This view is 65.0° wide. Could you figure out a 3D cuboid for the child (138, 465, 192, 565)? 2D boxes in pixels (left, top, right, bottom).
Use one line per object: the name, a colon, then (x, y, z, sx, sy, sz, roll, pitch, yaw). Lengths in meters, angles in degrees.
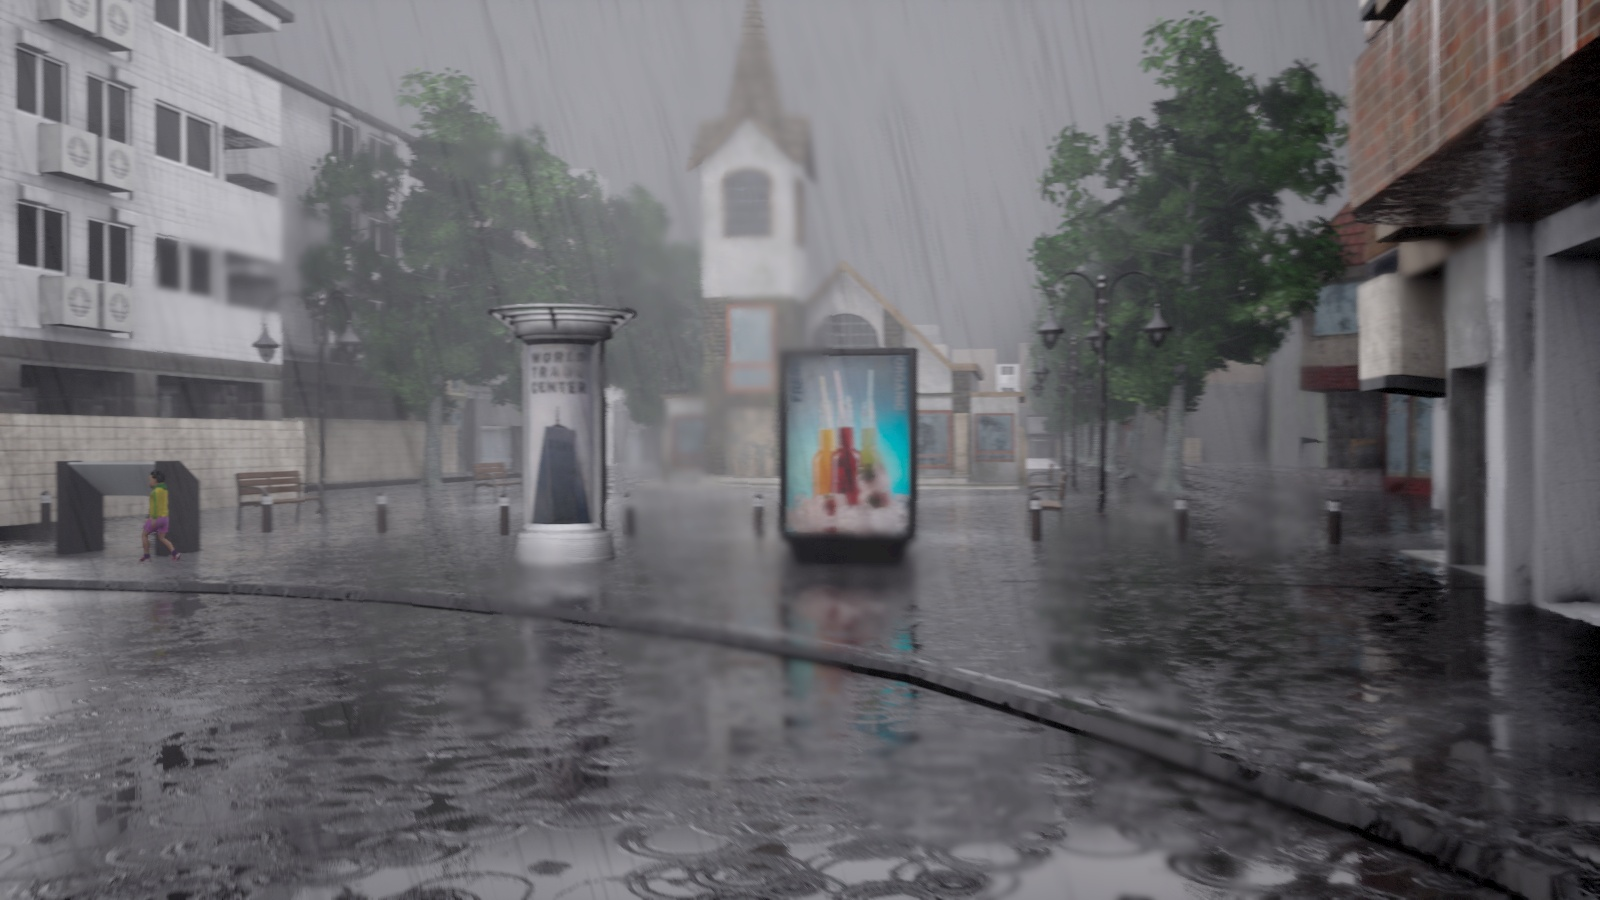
child: (-7.427, 0.754, 14.690, 0.473, 1.160, 0.299, 0, 0, 5)
